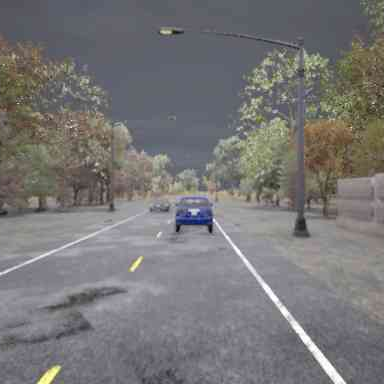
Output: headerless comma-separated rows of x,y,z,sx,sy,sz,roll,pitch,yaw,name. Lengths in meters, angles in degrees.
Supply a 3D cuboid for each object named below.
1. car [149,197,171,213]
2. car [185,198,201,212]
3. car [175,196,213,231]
-3.560,1.364,37.415,2.097,1.767,4.553,0,0,0,car
0.132,1.501,40.706,1.882,1.535,5.008,0,0,0,car
0.123,1.248,20.704,2.150,2.045,5.566,0,0,0,car
